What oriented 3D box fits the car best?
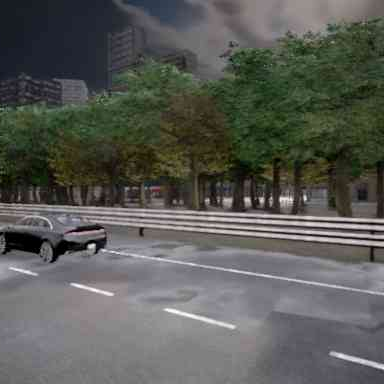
[{"bbox_3d":[-5.108,1.493,11.817,4.902,1.511,2.128,0,0,36],"label":"car"}]
